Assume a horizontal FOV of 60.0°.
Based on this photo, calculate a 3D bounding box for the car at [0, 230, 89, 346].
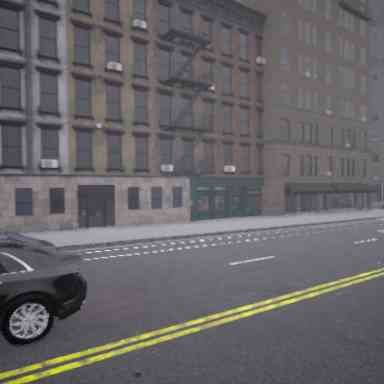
[{"bbox_3d":[-4.038,1.505,4.798,4.892,1.490,1.837,0,0,-36],"label":"car"}]
